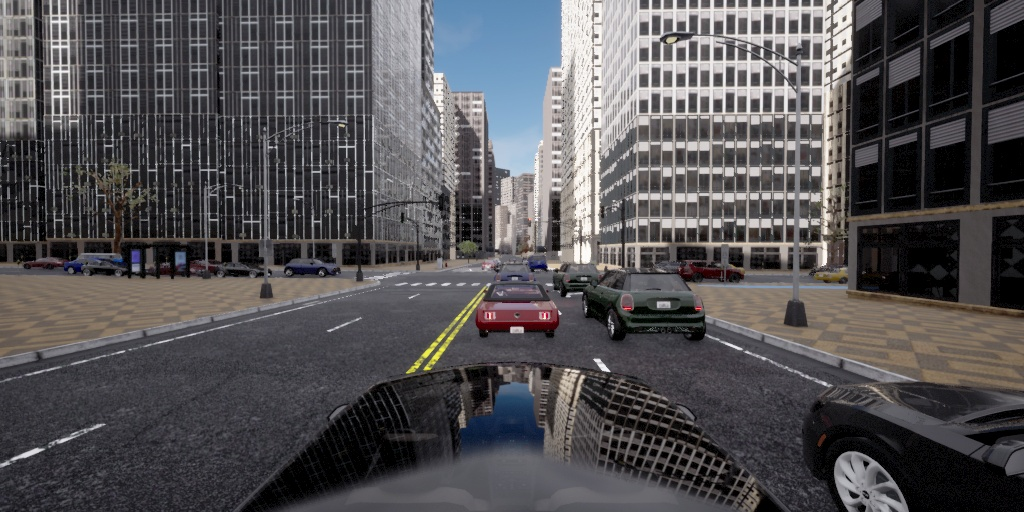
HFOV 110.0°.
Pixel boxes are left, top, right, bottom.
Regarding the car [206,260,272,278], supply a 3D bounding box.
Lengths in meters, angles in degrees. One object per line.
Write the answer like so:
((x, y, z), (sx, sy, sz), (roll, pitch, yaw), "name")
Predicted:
((-22.671, 1.174, 30.246), (4.313, 1.339, 1.948), (0, 0, 1), "car")

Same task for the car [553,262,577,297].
((3.385, 1.093, 18.983), (2.097, 1.767, 4.553), (0, 0, 0), "car")

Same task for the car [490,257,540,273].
((0.136, 1.092, 19.136), (2.097, 1.767, 4.553), (0, 0, 0), "car")

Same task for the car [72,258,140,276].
((-34.035, 1.070, 30.577), (4.313, 1.339, 1.948), (0, 0, 1), "car")

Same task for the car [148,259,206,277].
((-28.355, 1.139, 30.391), (4.207, 1.307, 1.802), (0, 0, 1), "car")

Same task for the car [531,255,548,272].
((3.158, 0.942, 44.834), (2.150, 2.045, 5.566), (-1, 0, -1), "car")

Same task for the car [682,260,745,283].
((16.253, 1.269, 29.632), (5.009, 1.841, 2.192), (0, 0, 1), "car")

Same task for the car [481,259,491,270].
((-3.224, 1.241, 50.612), (1.812, 1.442, 4.674), (0, 0, 0), "car")

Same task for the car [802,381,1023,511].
((3.342, 1.255, 0.990), (1.837, 1.490, 4.892), (0, 0, 0), "car")

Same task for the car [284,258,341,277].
((-18.167, 0.958, 32.815), (4.553, 1.767, 2.097), (1, 1, 2), "car")

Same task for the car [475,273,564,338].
((0.115, 1.347, 10.142), (1.895, 1.301, 4.718), (0, 0, 0), "car")

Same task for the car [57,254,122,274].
((-38.421, 0.899, 33.311), (5.008, 1.535, 1.882), (1, 1, 2), "car")

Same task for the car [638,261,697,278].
((15.294, 1.343, 35.456), (4.902, 1.511, 2.128), (1, 1, 2), "car")

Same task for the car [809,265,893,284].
((27.700, 1.579, 29.410), (4.829, 1.417, 1.751), (0, 0, 1), "car")

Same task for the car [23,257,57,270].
((-50.889, 0.794, 39.391), (4.207, 1.307, 1.802), (0, 0, 1), "car")

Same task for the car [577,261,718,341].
((3.359, 1.098, 10.045), (2.097, 1.767, 4.553), (0, 0, 0), "car")

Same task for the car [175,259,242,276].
((-27.948, 1.042, 33.075), (4.674, 1.442, 1.812), (1, 1, 2), "car")
